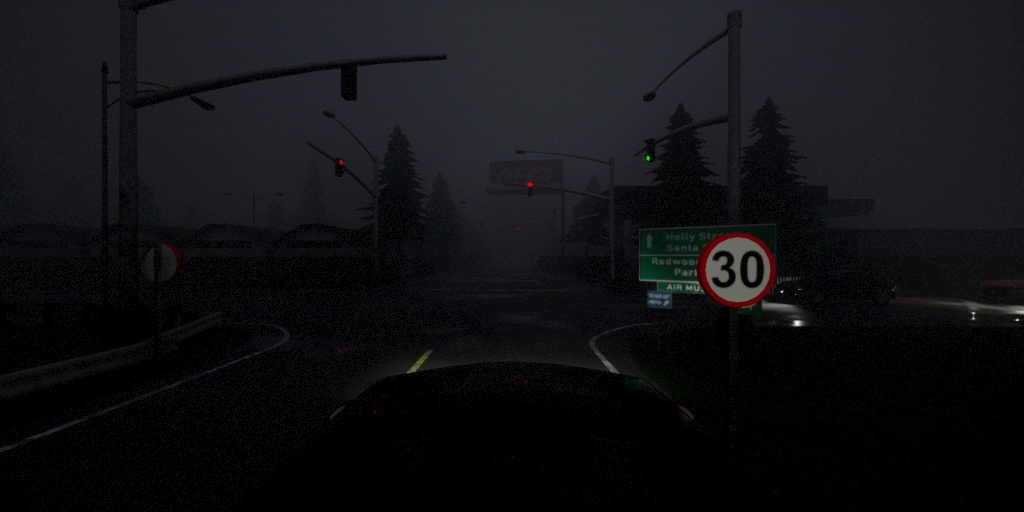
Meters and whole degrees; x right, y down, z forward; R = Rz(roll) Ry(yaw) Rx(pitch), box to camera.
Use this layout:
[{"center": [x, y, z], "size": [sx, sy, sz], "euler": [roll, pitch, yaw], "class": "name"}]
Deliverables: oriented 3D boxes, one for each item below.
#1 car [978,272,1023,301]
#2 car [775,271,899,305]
[{"center": [25.132, 1.419, 16.811], "size": [5.008, 1.535, 1.882], "euler": [0, 0, 1], "class": "car"}, {"center": [15.196, 1.446, 16.940], "size": [4.892, 1.490, 1.837], "euler": [0, 0, 1], "class": "car"}]
